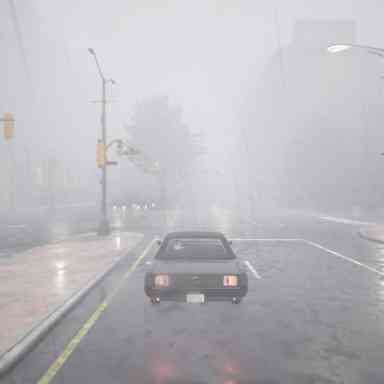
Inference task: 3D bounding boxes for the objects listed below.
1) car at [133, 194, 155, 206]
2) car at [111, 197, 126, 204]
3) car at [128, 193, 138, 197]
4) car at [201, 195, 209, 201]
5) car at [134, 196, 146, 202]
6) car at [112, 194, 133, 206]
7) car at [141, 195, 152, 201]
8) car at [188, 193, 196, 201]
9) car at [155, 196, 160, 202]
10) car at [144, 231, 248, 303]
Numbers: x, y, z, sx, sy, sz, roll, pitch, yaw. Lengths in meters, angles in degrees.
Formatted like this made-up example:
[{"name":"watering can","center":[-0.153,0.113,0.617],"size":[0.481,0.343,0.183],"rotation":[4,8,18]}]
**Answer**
[{"name":"car","center":[-8.091,1.547,56.476],"size":[2.033,1.411,5.357],"rotation":[0,0,0]},{"name":"car","center":[-14.753,1.595,66.783],"size":[1.895,1.301,4.718],"rotation":[0,0,0]},{"name":"car","center":[-11.541,1.221,64.489],"size":[2.150,2.045,5.566],"rotation":[0,0,1]},{"name":"car","center":[3.495,1.595,86.948],"size":[1.895,1.301,4.718],"rotation":[0,0,0]},{"name":"car","center":[-11.504,1.552,74.373],"size":[1.994,1.385,4.181],"rotation":[0,0,0]},{"name":"car","center":[-11.591,1.525,55.076],"size":[1.812,1.442,4.674],"rotation":[0,0,0]},{"name":"car","center":[-11.504,1.525,84.606],"size":[2.128,1.511,4.902],"rotation":[0,0,0]},{"name":"car","center":[-0.005,1.540,85.770],"size":[2.033,1.411,5.357],"rotation":[0,0,0]},{"name":"car","center":[-8.033,1.564,65.712],"size":[1.994,1.385,4.181],"rotation":[0,0,1]},{"name":"car","center":[0.074,1.601,8.130],"size":[1.895,1.301,4.718],"rotation":[0,0,0]}]
